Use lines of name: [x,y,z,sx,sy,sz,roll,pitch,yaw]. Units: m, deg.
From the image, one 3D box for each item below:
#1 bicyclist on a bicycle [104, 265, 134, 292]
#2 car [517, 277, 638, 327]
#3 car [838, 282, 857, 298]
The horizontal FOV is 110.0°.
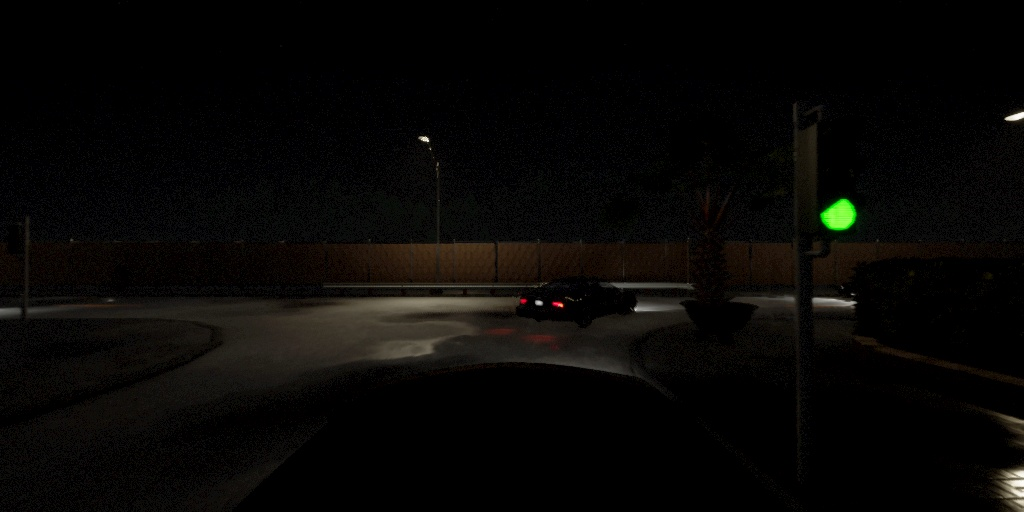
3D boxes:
bicyclist on a bicycle: [-23.991,1.345,21.922,0.582,1.620,1.656,0,0,0]
car: [2.428,1.426,12.239,2.033,1.411,5.357,-1,-1,41]
car: [19.487,1.493,17.729,5.357,1.411,2.033,0,-1,0]
